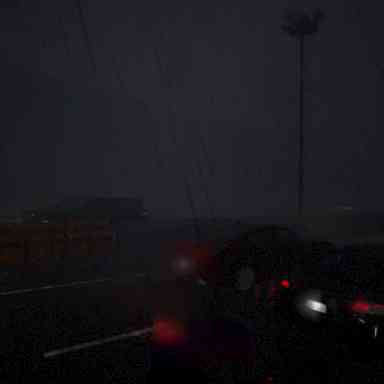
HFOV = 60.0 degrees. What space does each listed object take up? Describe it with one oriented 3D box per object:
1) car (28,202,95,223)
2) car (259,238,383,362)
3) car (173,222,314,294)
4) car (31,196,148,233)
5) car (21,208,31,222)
[{"bbox_3d":[-10.277,1.583,26.375,4.674,1.442,1.812,1,0,-32],"label":"car"},{"bbox_3d":[3.469,1.639,5.886,4.181,1.385,1.994,1,0,-33],"label":"car"},{"bbox_3d":[1.891,1.556,9.034,5.008,1.535,1.882,1,-1,-33],"label":"car"},{"bbox_3d":[-5.031,1.278,17.313,5.566,2.045,2.150,1,0,-32],"label":"car"},{"bbox_3d":[-7.193,1.272,20.081,5.566,2.045,2.150,1,0,-33],"label":"car"}]
